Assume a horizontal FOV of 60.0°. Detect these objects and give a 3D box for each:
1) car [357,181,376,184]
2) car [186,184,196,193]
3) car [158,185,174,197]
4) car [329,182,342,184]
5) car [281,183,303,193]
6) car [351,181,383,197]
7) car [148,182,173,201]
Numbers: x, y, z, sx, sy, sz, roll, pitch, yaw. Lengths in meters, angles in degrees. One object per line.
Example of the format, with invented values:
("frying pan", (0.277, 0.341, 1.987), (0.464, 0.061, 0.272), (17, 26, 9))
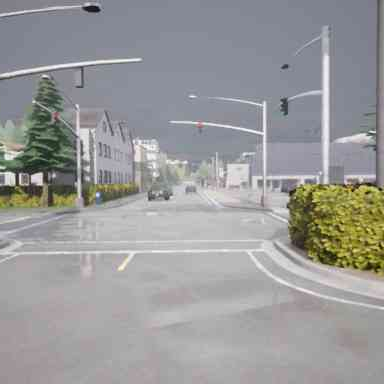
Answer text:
("car", (19.005, -0.177, 34.218), (1.905, 1.878, 3.866), (-1, 2, 0))
("car", (-0.189, -0.584, 58.690), (2.128, 1.511, 4.902), (-1, 2, 0))
("car", (-3.748, -0.180, 48.429), (1.837, 1.490, 4.892), (-1, 2, 0))
("car", (25.288, -1.037, 59.491), (2.152, 1.636, 5.027), (-1, 2, 0))
("car", (15.252, -0.528, 52.074), (2.007, 1.523, 4.514), (-1, 2, 0))
("car", (22.247, -0.463, 42.099), (1.932, 1.855, 4.605), (-1, 2, 0))
("car", (-3.732, -0.114, 38.268), (2.150, 2.045, 5.566), (-1, 2, 0))
